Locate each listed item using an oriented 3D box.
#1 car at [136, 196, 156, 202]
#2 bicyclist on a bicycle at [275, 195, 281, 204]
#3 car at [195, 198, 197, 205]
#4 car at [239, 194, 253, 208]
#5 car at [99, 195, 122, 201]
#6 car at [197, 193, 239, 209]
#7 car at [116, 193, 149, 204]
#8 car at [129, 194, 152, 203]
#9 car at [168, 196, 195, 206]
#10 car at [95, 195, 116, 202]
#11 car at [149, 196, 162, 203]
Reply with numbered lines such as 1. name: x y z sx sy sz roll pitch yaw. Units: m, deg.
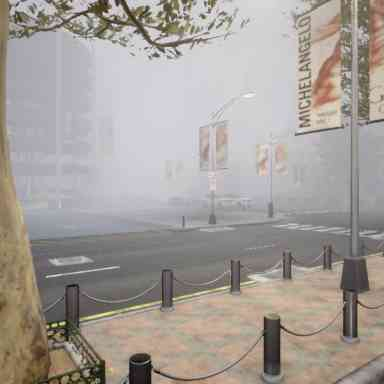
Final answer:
1. car: -10.504 1.552 76.141 4.181 1.385 1.994 0 0 26
2. bicyclist on a bicycle: 15.726 1.300 60.483 1.656 1.620 0.582 0 0 -36
3. car: 0.705 1.601 56.505 1.895 1.301 4.718 0 0 -37
4. car: 6.417 1.221 48.580 2.150 2.045 5.566 0 0 -35
5. car: -19.528 1.418 79.666 5.008 1.535 1.882 0 0 12
6. car: 3.562 1.221 46.556 2.150 2.045 5.566 0 0 -35
7. car: -11.486 1.222 64.226 5.566 2.045 2.150 0 0 35
8. car: -11.251 1.355 72.586 4.553 1.767 2.097 0 0 26
9. car: -2.156 1.505 54.465 1.837 1.490 4.892 0 0 -37
10. car: -20.492 1.450 76.302 4.892 1.490 1.837 0 0 12
11. car: -8.218 1.601 66.181 4.718 1.301 1.895 0 0 38
